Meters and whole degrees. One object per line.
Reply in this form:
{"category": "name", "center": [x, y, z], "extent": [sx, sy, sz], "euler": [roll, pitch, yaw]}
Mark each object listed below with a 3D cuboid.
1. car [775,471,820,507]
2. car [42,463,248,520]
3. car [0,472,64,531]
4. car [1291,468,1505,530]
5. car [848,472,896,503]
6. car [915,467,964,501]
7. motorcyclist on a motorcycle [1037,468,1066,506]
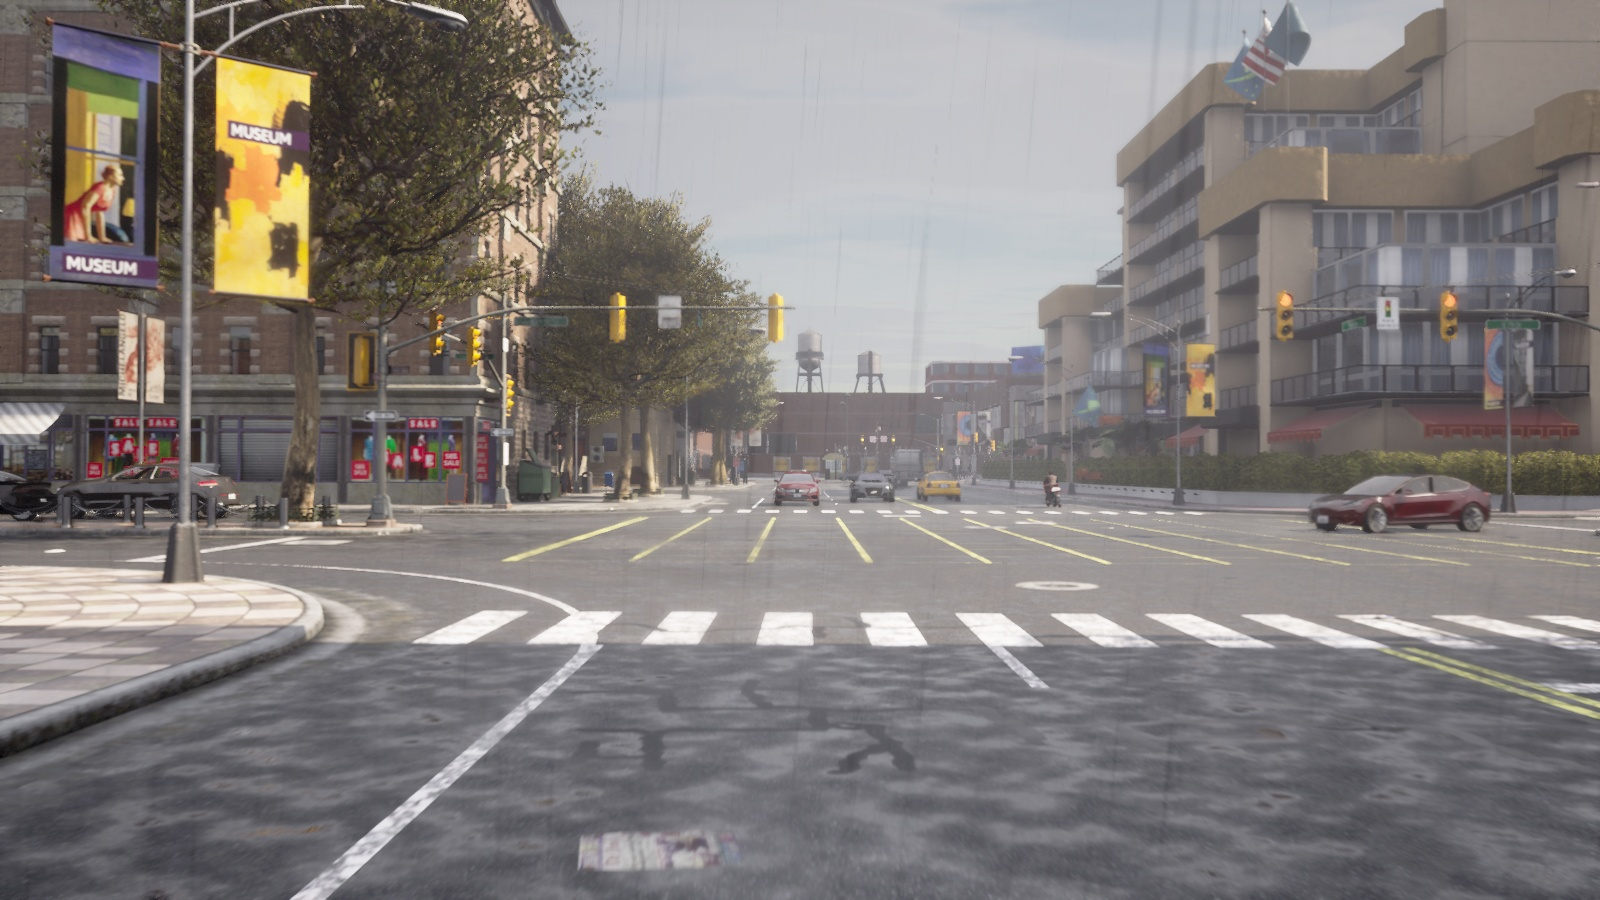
{"category": "car", "center": [-0.107, 1.638, 53.740], "extent": [1.812, 1.442, 4.674], "euler": [0, -1, 0]}
{"category": "car", "center": [-19.510, 1.228, 37.559], "extent": [5.027, 1.651, 2.152], "euler": [0, -1, 0]}
{"category": "car", "center": [-23.028, 1.389, 34.069], "extent": [5.008, 1.535, 1.882], "euler": [0, -1, 0]}
{"category": "car", "center": [15.443, 1.233, 32.474], "extent": [4.792, 1.488, 2.163], "euler": [0, -1, -18]}
{"category": "car", "center": [3.379, 1.750, 59.689], "extent": [1.994, 1.385, 4.181], "euler": [0, -1, 0]}
{"category": "car", "center": [6.877, 1.654, 62.484], "extent": [1.801, 1.575, 5.366], "euler": [0, -1, 0]}
{"category": "motorcyclist on a motorcycle", "center": [10.397, 1.526, 51.972], "extent": [0.797, 1.523, 2.044], "euler": [0, -1, 0]}
